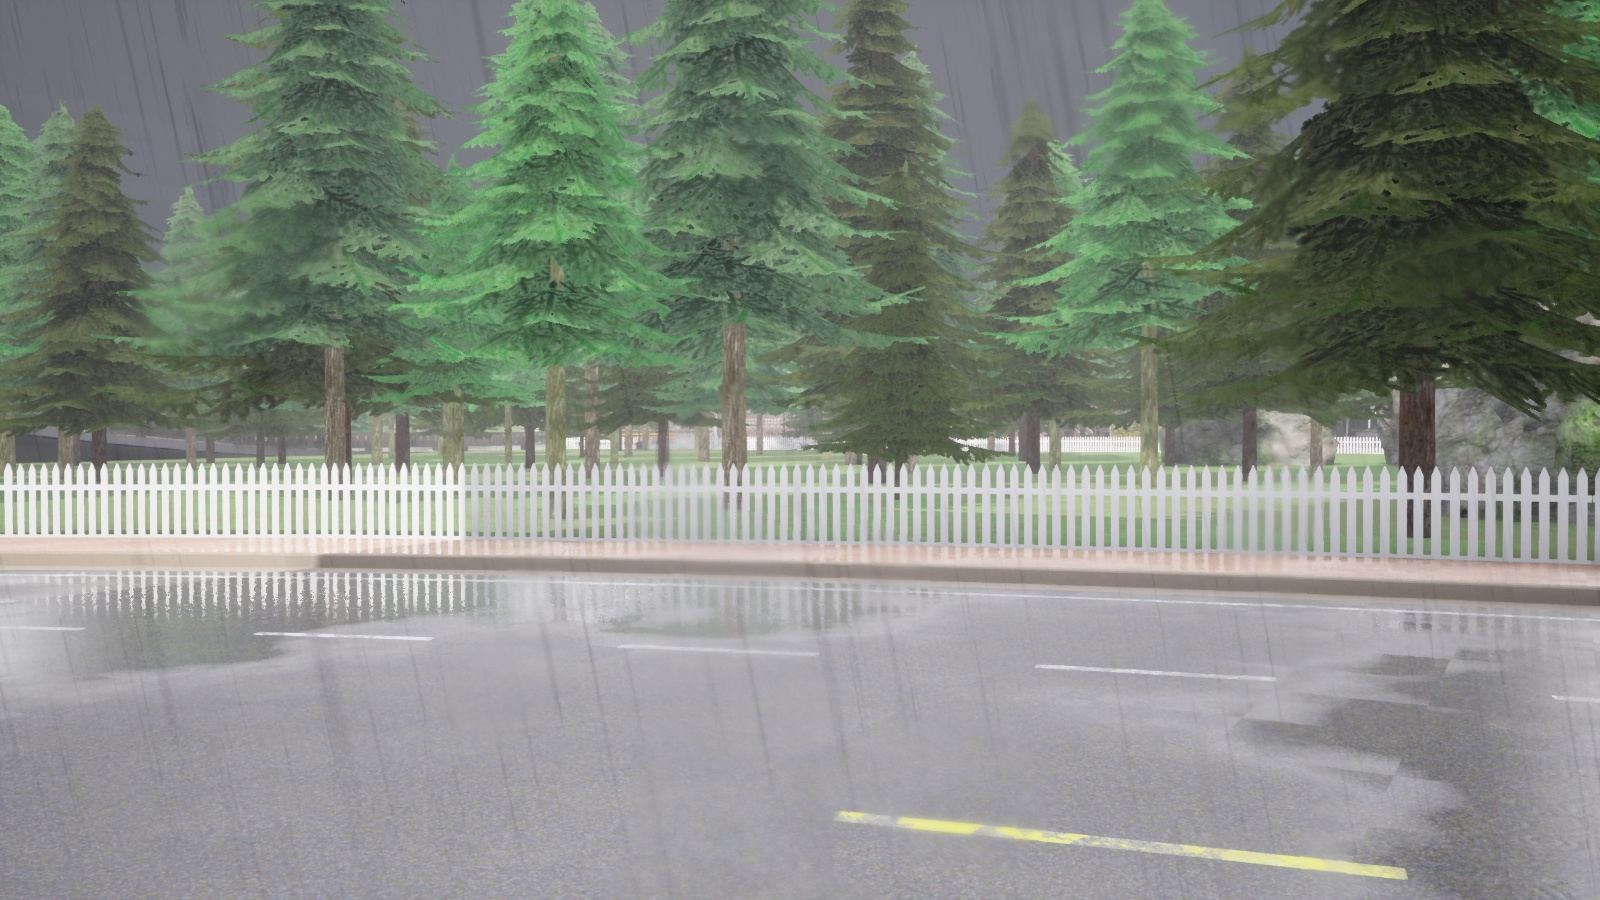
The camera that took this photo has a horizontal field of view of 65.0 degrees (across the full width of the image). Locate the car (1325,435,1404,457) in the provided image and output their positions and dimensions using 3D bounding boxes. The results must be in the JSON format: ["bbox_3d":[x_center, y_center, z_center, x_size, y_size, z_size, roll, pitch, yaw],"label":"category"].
[{"bbox_3d":[38.411,-0.317,85.491,4.674,1.442,1.812,1,1,33],"label":"car"}]
